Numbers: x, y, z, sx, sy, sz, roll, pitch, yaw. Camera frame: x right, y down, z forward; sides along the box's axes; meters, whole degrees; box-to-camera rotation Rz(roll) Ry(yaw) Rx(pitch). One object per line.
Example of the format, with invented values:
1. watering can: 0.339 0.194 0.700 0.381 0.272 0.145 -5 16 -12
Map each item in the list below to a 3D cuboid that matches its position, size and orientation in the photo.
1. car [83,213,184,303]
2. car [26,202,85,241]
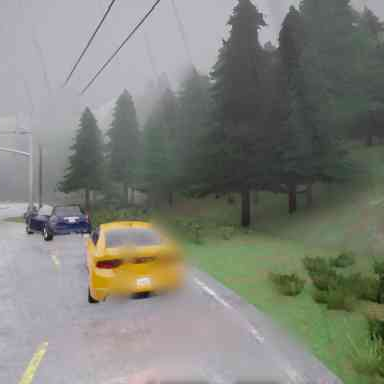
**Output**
1. car: -1.665 1.478 8.400 1.882 1.535 5.008 0 0 -18
2. car: -6.928 1.352 17.052 2.097 1.767 4.553 0 0 -40
